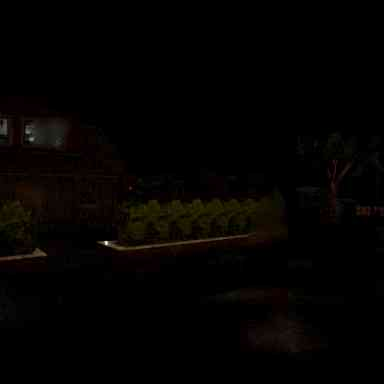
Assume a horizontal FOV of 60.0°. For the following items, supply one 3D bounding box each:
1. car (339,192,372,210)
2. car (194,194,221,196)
[{"bbox_3d":[17.452,0.985,36.235,3.866,1.878,1.905,0,0,0],"label":"car"},{"bbox_3d":[1.831,1.221,30.197,2.150,2.045,5.566,0,0,-35],"label":"car"}]
